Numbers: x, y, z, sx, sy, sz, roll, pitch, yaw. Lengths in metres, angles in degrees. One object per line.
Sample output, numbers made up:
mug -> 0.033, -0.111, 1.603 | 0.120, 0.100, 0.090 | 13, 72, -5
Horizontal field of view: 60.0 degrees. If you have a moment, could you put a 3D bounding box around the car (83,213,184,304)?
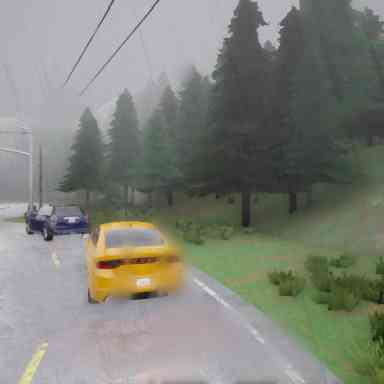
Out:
car -> -1.659, 1.478, 8.369 | 1.882, 1.535, 5.008 | 0, 0, -18

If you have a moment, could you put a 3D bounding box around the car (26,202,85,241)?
car -> -6.917, 1.352, 17.024 | 2.097, 1.767, 4.553 | 0, 0, -40
